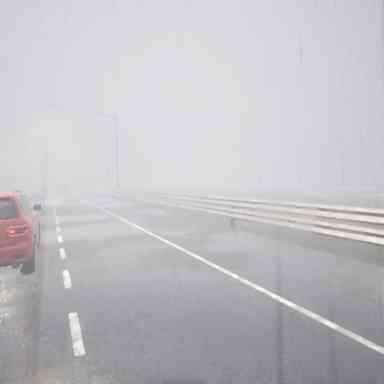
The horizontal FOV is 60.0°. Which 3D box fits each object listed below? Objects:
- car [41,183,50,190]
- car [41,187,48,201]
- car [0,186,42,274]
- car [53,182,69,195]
[{"bbox_3d":[-33.890,-0.589,75.551,1.812,1.442,4.674,-2,3,-23],"label":"car"},{"bbox_3d":[-19.605,0.480,42.056,1.895,1.301,4.718,-3,2,-23],"label":"car"},{"bbox_3d":[-5.546,0.996,9.325,2.150,2.045,5.566,-3,2,-23],"label":"car"},{"bbox_3d":[-23.696,-0.543,60.697,2.150,2.045,5.566,-3,2,-23],"label":"car"}]
